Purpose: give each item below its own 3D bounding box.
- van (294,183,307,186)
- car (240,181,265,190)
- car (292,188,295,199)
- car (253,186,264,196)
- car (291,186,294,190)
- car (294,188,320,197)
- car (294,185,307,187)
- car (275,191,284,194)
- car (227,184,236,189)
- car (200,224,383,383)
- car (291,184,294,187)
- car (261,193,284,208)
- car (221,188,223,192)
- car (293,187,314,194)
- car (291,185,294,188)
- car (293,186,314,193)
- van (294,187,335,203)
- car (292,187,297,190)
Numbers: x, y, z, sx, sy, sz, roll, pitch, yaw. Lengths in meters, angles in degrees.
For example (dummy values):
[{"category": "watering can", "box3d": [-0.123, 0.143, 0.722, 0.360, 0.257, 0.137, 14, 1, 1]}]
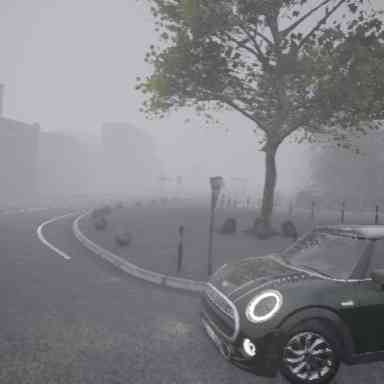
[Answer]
[{"category": "van", "box3d": [23.751, -0.216, 68.882, 4.442, 1.987, 1.878, 3, 3, 16]}, {"category": "car", "box3d": [15.520, -1.385, 87.720, 5.566, 2.045, 2.435, 3, 3, 16]}, {"category": "car", "box3d": [18.931, 0.620, 52.961, 4.892, 1.521, 2.231, 3, 3, 16]}, {"category": "car", "box3d": [12.938, 0.078, 62.195, 1.994, 1.385, 4.181, 3, 3, 17]}, {"category": "car", "box3d": [22.062, 0.208, 63.604, 5.008, 1.535, 2.097, 3, 3, 16]}, {"category": "car", "box3d": [22.846, 0.146, 66.268, 4.674, 1.452, 2.002, 3, 3, 16]}, {"category": "car", "box3d": [20.536, 0.289, 58.266, 4.553, 1.767, 2.185, 3, 3, 16]}, {"category": "car", "box3d": [13.053, 0.553, 50.831, 2.128, 1.511, 4.902, 3, 3, 17]}, {"category": "car", "box3d": [11.190, -1.538, 93.224, 1.882, 1.535, 5.008, 3, 3, 16]}, {"category": "car", "box3d": [2.438, 1.305, 5.024, 4.553, 1.767, 2.097, 0, 1, -15]}, {"category": "car", "box3d": [26.584, -0.413, 79.622, 5.366, 1.575, 1.946, 3, 3, 16]}, {"category": "car", "box3d": [9.272, 1.102, 38.027, 1.895, 1.301, 4.718, 3, 2, 16]}, {"category": "car", "box3d": [5.740, -0.714, 74.800, 1.895, 1.301, 4.718, 3, 3, 16]}, {"category": "car", "box3d": [27.572, -0.473, 82.224, 4.792, 1.488, 2.163, 3, 3, 16]}, {"category": "car", "box3d": [25.168, -0.170, 74.256, 4.792, 1.488, 2.163, 3, 3, 16]}, {"category": "car", "box3d": [28.333, -0.604, 84.889, 4.892, 1.521, 2.231, 3, 3, 16]}, {"category": "van", "box3d": [15.702, 0.803, 42.340, 4.442, 1.987, 1.878, 3, 3, 16]}, {"category": "car", "box3d": [19.725, 0.516, 55.618, 5.008, 1.535, 2.097, 3, 3, 16]}]
